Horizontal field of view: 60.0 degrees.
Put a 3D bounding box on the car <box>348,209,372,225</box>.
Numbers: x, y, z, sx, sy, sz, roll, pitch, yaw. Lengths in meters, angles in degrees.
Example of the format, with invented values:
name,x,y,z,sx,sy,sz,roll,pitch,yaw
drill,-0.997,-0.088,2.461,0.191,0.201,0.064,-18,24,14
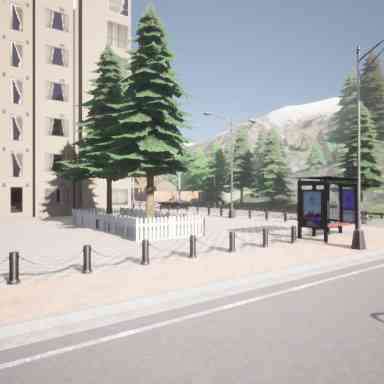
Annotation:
name,x,y,z,sx,sy,sz,roll,pitch,yaw
car,10.728,1.519,24.709,1.837,1.490,4.892,0,0,-35

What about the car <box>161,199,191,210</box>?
name,x,y,z,sx,sy,sz,roll,pitch,yaw
car,-2.092,1.615,43.084,1.895,1.301,4.718,0,0,-35
